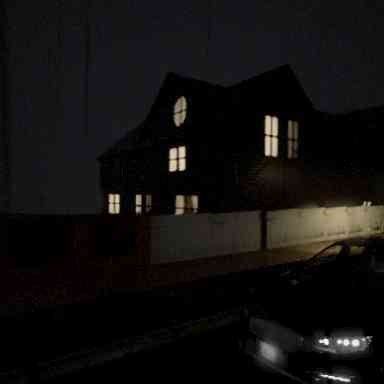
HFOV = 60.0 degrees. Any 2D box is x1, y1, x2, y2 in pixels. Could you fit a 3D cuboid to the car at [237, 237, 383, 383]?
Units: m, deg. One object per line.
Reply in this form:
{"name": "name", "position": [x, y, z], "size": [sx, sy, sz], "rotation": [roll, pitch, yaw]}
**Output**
{"name": "car", "position": [2.849, 1.495, 5.050], "size": [4.902, 1.511, 2.128], "rotation": [0, 0, -35]}
